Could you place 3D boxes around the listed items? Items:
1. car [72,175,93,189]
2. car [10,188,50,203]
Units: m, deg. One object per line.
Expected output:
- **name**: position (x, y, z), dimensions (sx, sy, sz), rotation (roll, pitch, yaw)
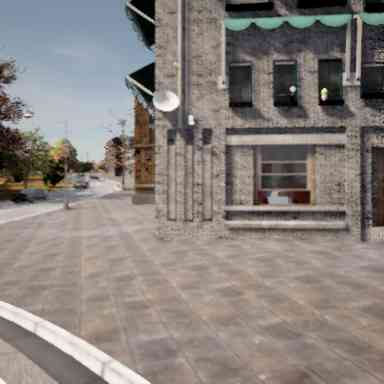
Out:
- **car**: position (-18.099, -1.433, 54.446), dimensions (2.097, 1.767, 4.553), rotation (0, 4, -8)
- **car**: position (-16.935, 0.282, 35.072), dimensions (2.033, 1.411, 5.357), rotation (0, 5, 1)
